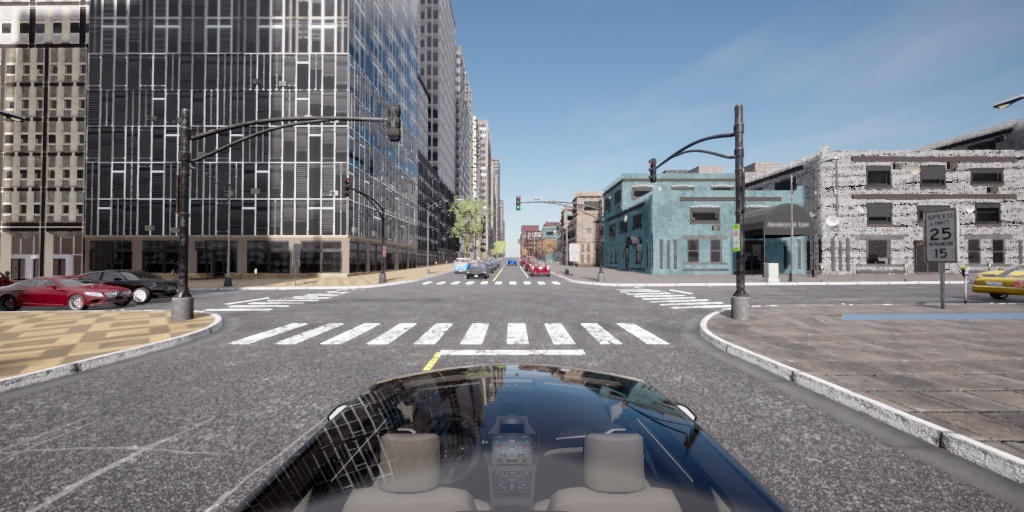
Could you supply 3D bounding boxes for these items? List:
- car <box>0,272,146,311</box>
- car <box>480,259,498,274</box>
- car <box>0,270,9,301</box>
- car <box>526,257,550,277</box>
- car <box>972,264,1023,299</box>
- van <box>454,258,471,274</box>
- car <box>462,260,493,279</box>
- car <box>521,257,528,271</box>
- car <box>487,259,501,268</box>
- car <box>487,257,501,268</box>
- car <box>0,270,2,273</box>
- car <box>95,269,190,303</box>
[{"bbox_3d":[-17.417,1.414,14.005,4.207,1.307,1.802,0,0,1],"label":"car"},{"bbox_3d":[-3.093,1.325,42.335,1.994,1.385,4.181,0,0,0],"label":"car"},{"bbox_3d":[-27.388,1.466,16.708,4.902,1.511,2.128,-1,-1,1],"label":"car"},{"bbox_3d":[2.696,1.200,35.841,1.967,1.591,4.097,0,0,0],"label":"car"},{"bbox_3d":[20.692,0.996,13.634,4.829,1.417,1.751,0,0,1],"label":"car"},{"bbox_3d":[-5.684,1.102,41.478,1.690,1.789,3.998,0,0,0],"label":"van"},{"bbox_3d":[-3.080,1.307,33.031,2.033,1.411,5.357,0,0,-1],"label":"car"},{"bbox_3d":[2.698,1.077,47.189,2.192,1.841,5.009,0,0,0],"label":"car"},{"bbox_3d":[-3.048,1.257,62.308,2.128,1.511,4.902,0,0,0],"label":"car"},{"bbox_3d":[-3.088,1.311,52.178,2.033,1.411,5.357,0,0,0],"label":"car"},{"bbox_3d":[-23.100,1.327,14.060,4.097,1.591,1.967,0,0,1],"label":"car"},{"bbox_3d":[-17.891,1.361,16.617,5.008,1.535,1.882,-1,-1,0],"label":"car"}]
